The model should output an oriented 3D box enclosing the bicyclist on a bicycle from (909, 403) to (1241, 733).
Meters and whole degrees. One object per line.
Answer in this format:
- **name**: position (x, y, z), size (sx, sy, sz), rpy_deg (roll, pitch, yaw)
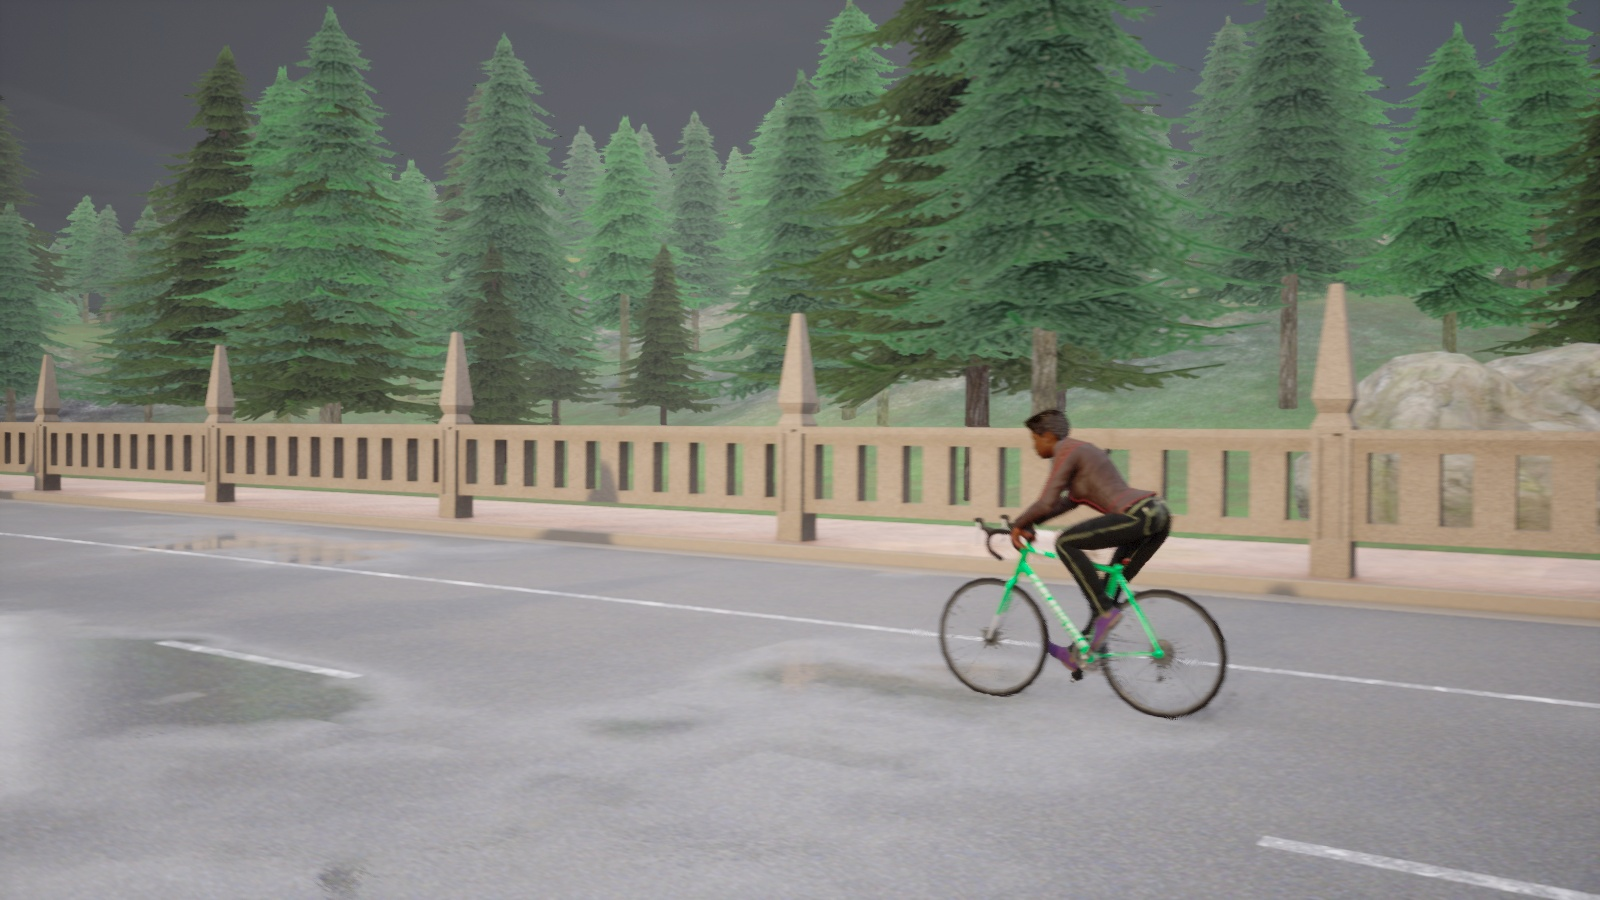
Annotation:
- **bicyclist on a bicycle**: position (1.473, 0.577, 6.846), size (1.656, 1.620, 0.582), rpy_deg (0, 1, 34)
